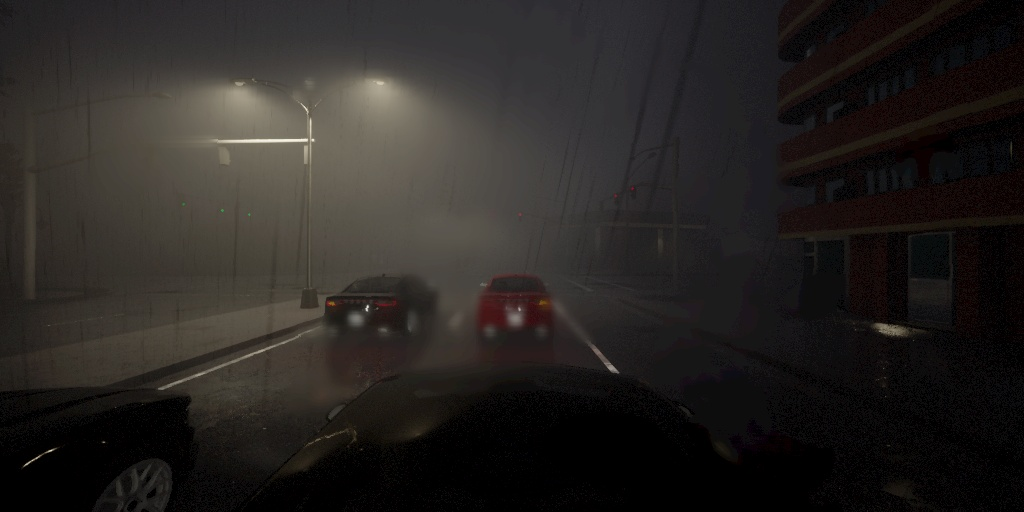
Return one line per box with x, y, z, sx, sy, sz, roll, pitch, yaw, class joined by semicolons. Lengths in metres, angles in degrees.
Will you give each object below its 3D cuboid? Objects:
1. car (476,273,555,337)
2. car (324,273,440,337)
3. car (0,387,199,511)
0.109;1.228;10.341;1.882;1.535;5.008;0;0;1;car
-3.396;1.228;10.327;1.882;1.535;5.008;0;0;0;car
-3.408;1.228;0.753;1.882;1.535;5.008;0;0;0;car
